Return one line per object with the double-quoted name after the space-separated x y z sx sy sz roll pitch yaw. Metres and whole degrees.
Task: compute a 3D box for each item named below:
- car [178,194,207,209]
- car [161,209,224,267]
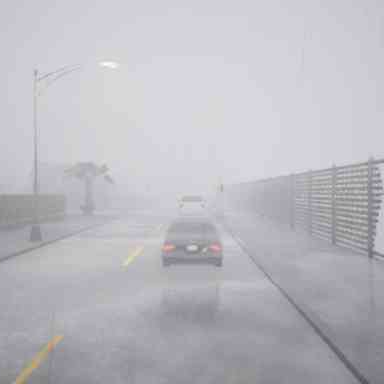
0.034 1.180 27.391 2.150 2.045 5.566 0 0 0 "car"
0.027 1.530 11.335 2.033 1.411 5.357 0 0 1 "car"
